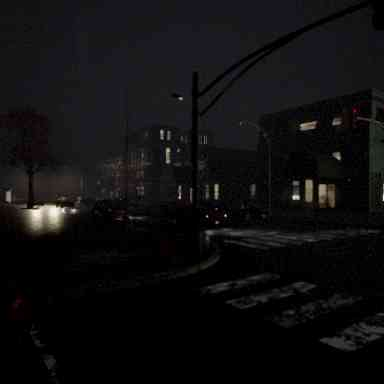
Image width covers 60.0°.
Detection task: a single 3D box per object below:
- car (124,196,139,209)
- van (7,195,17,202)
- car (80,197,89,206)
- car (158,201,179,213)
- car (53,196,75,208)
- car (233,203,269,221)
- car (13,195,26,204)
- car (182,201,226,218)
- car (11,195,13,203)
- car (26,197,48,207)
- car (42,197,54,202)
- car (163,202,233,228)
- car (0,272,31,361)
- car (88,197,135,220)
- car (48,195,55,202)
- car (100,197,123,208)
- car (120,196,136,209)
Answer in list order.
[{"bbox_3d":[-9.066,1.411,45.801,2.192,1.841,5.009,0,0,-35],"label":"car"},{"bbox_3d":[-44.452,1.622,82.065,1.690,1.788,3.998,0,0,-35],"label":"van"},{"bbox_3d":[-18.610,1.614,59.446,1.967,1.590,4.097,0,0,-35],"label":"car"},{"bbox_3d":[-2.068,1.621,35.765,1.802,1.307,4.206,0,0,-35],"label":"car"},{"bbox_3d":[-19.129,1.725,50.200,1.895,1.301,4.718,0,-1,-35],"label":"car"},{"bbox_3d":[4.170,1.540,26.750,2.008,1.369,4.403,0,0,-35],"label":"car"},{"bbox_3d":[-34.975,1.767,68.369,1.947,1.339,4.313,0,0,-35],"label":"car"},{"bbox_3d":[1.051,1.580,31.258,1.947,1.339,4.313,0,0,-35],"label":"car"},{"bbox_3d":[-41.196,1.778,77.359,1.752,1.417,4.829,0,0,-35],"label":"car"},{"bbox_3d":[-25.403,1.646,54.535,1.752,1.417,4.829,0,0,-35],"label":"car"},{"bbox_3d":[-37.560,1.884,86.834,2.008,1.369,4.403,0,0,-35],"label":"car"},{"bbox_3d":[0.277,1.546,21.976,1.895,1.301,4.718,0,0,-35],"label":"car"},{"bbox_3d":[-4.210,1.557,3.503,4.507,1.381,1.887,-1,1,-35],"label":"car"},{"bbox_3d":[-6.656,1.406,27.214,1.967,1.590,4.097,0,0,-35],"label":"car"},{"bbox_3d":[-34.402,1.621,82.271,2.192,1.841,5.009,0,0,-35],"label":"car"},{"bbox_3d":[-12.252,1.562,50.347,1.967,1.590,4.097,0,0,-35],"label":"car"},{"bbox_3d":[-8.024,1.503,33.981,2.128,1.511,4.902,0,0,-35],"label":"car"}]
